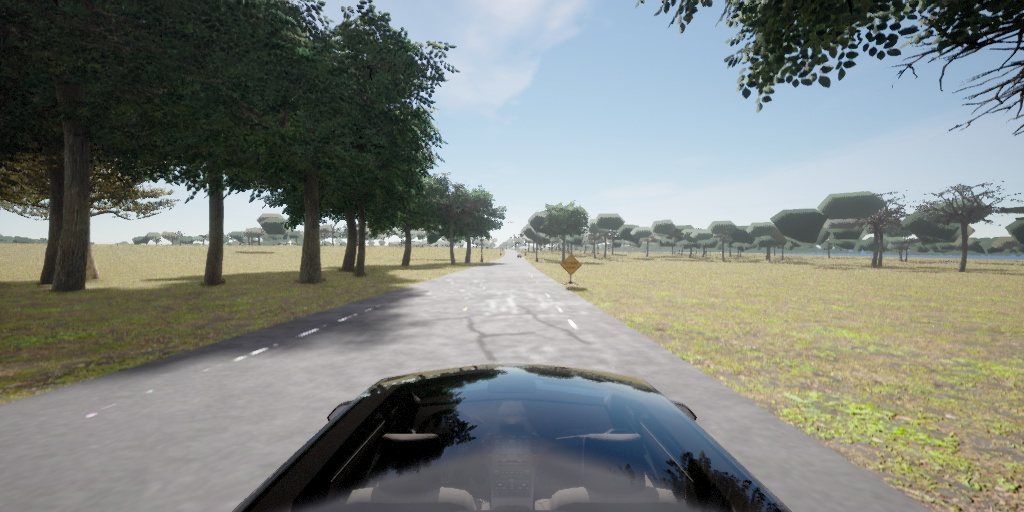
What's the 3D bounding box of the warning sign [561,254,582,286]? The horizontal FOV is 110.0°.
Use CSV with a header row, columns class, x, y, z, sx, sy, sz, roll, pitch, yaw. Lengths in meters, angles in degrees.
class,x,y,z,sx,sy,sz,roll,pitch,yaw
warning sign,3.603,0.833,22.092,1.300,1.860,1.060,0,0,0
